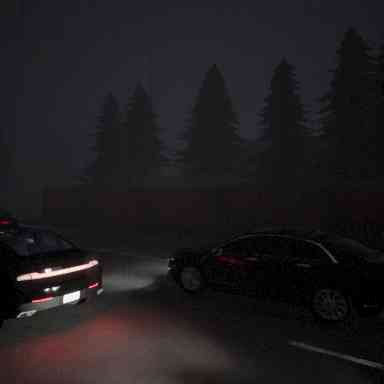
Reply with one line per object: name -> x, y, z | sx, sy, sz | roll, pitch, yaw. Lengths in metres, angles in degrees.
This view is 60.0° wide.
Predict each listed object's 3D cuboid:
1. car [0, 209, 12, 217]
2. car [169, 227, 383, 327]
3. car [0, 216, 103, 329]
car -> -9.933, 1.503, 15.441 | 4.892, 1.490, 1.837 | -1, 0, 36
car -> 1.702, 1.507, 7.083 | 4.892, 1.490, 1.837 | 1, 0, 36
car -> -3.921, 1.492, 6.813 | 4.902, 1.511, 2.128 | 0, 0, 36
